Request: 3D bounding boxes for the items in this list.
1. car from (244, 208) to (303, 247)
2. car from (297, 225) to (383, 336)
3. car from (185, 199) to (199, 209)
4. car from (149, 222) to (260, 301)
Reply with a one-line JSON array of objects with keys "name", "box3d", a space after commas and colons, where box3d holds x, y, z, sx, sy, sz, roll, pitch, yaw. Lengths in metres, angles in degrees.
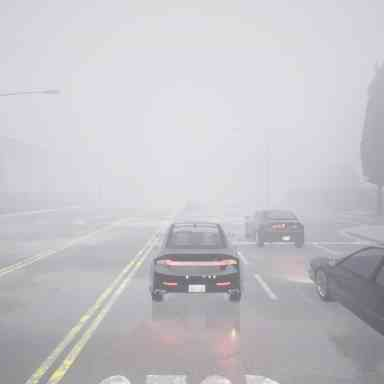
[{"name": "car", "box3d": [3.566, 1.505, 15.002, 1.837, 1.490, 4.892, 0, 0, 0]}, {"name": "car", "box3d": [3.589, 1.547, 5.256, 2.033, 1.411, 5.357, 0, 0, 0]}, {"name": "car", "box3d": [0.005, 1.601, 44.120, 1.895, 1.301, 4.718, 0, 0, 0]}, {"name": "car", "box3d": [0.082, 1.492, 8.302, 2.128, 1.511, 4.902, 0, 0, 0]}]
